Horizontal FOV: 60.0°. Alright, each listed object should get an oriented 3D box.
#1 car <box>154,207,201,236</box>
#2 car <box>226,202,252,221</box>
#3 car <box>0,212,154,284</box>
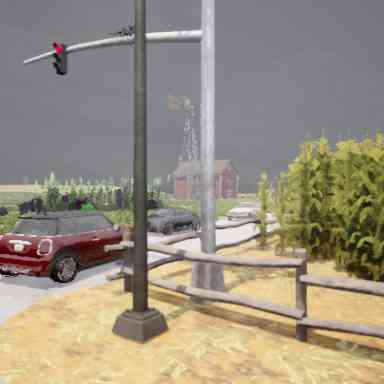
[{"bbox_3d":[-1.284,1.574,18.679,1.994,1.385,4.181,0,0,35],"label":"car"},{"bbox_3d":[4.530,1.539,26.954,1.812,1.442,4.674,0,0,35],"label":"car"},{"bbox_3d":[-3.304,1.358,9.965,2.097,1.767,4.553,0,0,24],"label":"car"}]
